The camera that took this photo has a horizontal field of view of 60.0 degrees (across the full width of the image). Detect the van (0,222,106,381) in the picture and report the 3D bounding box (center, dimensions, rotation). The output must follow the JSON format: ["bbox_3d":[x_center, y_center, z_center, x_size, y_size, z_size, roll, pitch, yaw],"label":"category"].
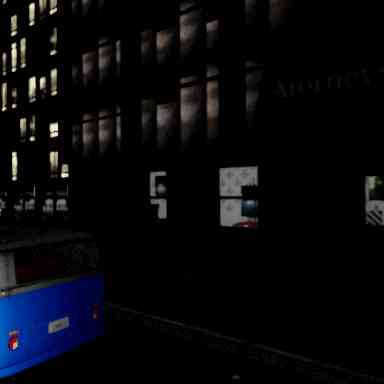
[{"bbox_3d":[-3.116,1.384,5.101,3.998,1.788,1.690,-1,0,36],"label":"van"}]
